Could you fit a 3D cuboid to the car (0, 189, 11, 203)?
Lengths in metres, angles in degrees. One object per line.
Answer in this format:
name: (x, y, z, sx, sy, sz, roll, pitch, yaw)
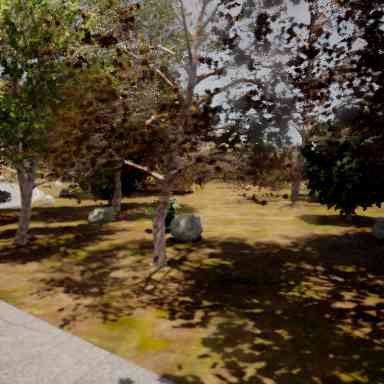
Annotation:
car: (-16.382, 0.207, 26.435, 1.837, 1.490, 4.892, 5, 4, 1)
